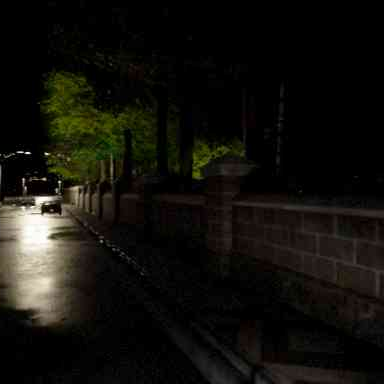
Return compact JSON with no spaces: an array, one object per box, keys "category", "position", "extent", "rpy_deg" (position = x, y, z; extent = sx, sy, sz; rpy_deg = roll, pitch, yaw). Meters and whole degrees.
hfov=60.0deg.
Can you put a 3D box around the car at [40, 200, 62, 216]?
[{"category":"car","position":[-14.187,1.520,33.544],"extent":[2.128,1.511,4.902],"rpy_deg":[-1,0,-23]}]

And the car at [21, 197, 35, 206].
[{"category":"car","position":[-26.129,1.503,53.286],"extent":[2.033,1.411,5.357],"rpy_deg":[-1,0,-23]}]
